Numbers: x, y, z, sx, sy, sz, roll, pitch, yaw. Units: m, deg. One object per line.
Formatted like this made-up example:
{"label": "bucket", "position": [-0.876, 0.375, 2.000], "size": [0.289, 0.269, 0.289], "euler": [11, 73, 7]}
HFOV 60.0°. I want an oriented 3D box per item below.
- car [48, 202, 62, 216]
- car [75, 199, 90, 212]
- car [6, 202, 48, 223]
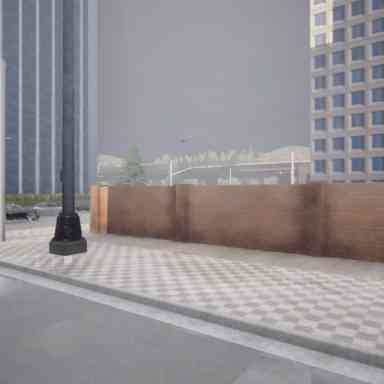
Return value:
{"label": "car", "position": [-13.404, 1.601, 29.944], "size": [1.895, 1.301, 4.718], "euler": [0, 0, 35]}
{"label": "car", "position": [-12.396, 1.547, 37.480], "size": [2.033, 1.411, 5.357], "euler": [0, 0, 35]}
{"label": "car", "position": [-13.300, 1.491, 23.642], "size": [2.128, 1.511, 4.902], "euler": [0, 0, 35]}
